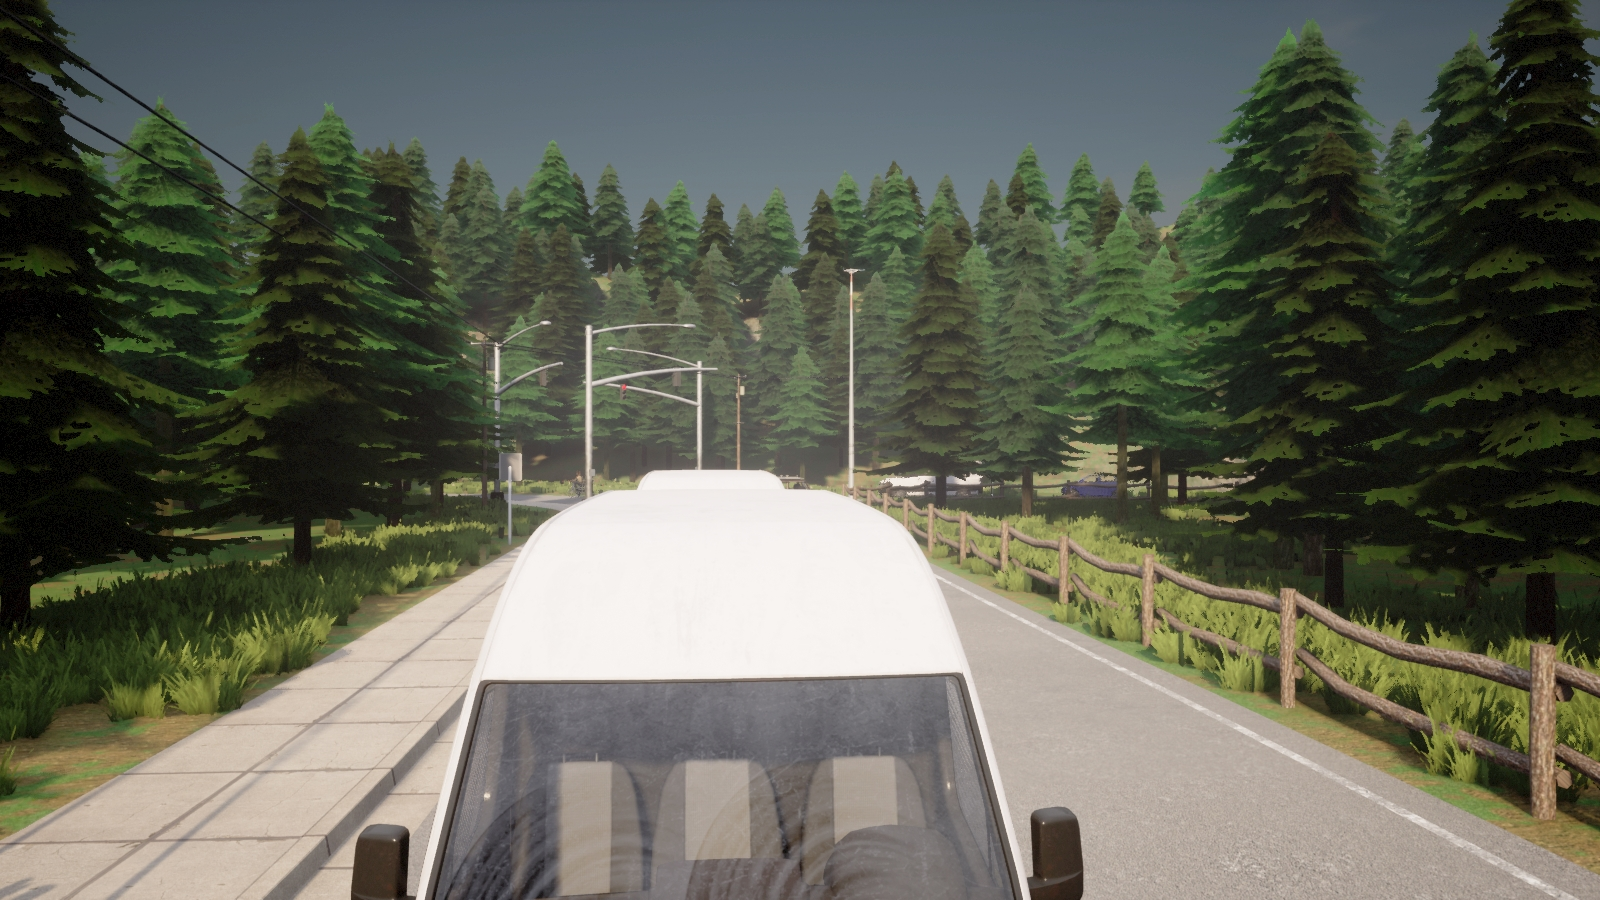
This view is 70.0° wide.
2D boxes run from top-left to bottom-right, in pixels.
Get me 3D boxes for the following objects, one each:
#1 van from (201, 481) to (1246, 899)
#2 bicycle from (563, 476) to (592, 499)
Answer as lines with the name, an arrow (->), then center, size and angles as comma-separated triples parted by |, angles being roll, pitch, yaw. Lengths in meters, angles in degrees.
van -> -0.345, 1.499, 5.128 | 1.988, 2.561, 5.915 | 0, 0, -5
bicycle -> -12.846, 2.131, 65.971 | 1.487, 1.276, 0.859 | 0, 0, 34
